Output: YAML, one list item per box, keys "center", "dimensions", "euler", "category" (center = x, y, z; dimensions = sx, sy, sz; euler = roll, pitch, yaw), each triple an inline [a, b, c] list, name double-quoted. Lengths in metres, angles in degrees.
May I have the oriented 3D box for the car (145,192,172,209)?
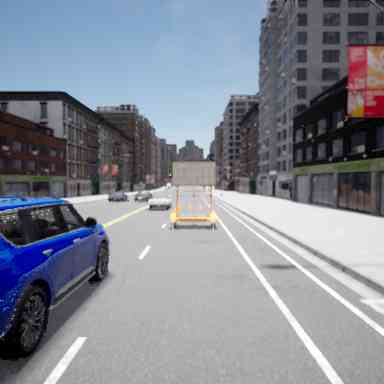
- center: [-2.975, 0.916, 32.088]
  dimensions: [1.895, 1.301, 4.718]
  euler: [0, 1, 0]
  category: "car"

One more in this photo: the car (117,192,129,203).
- center: [-9.595, 0.656, 43.450]
  dimensions: [1.994, 1.385, 4.181]
  euler: [0, 1, 0]
  category: "car"

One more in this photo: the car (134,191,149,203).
- center: [-6.346, 0.583, 43.514]
  dimensions: [2.128, 1.511, 4.902]
  euler: [0, 1, 0]
  category: "car"

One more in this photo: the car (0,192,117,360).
- center: [-3.119, 1.084, 5.873]
  dimensions: [2.150, 2.045, 5.566]
  euler: [0, 1, 0]
  category: "car"

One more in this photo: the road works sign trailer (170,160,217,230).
- center: [0.121, 0.072, 17.813]
  dimensions: [2.380, 3.560, 2.880]
  euler: [0, 1, 3]
  category: "road works sign trailer"
